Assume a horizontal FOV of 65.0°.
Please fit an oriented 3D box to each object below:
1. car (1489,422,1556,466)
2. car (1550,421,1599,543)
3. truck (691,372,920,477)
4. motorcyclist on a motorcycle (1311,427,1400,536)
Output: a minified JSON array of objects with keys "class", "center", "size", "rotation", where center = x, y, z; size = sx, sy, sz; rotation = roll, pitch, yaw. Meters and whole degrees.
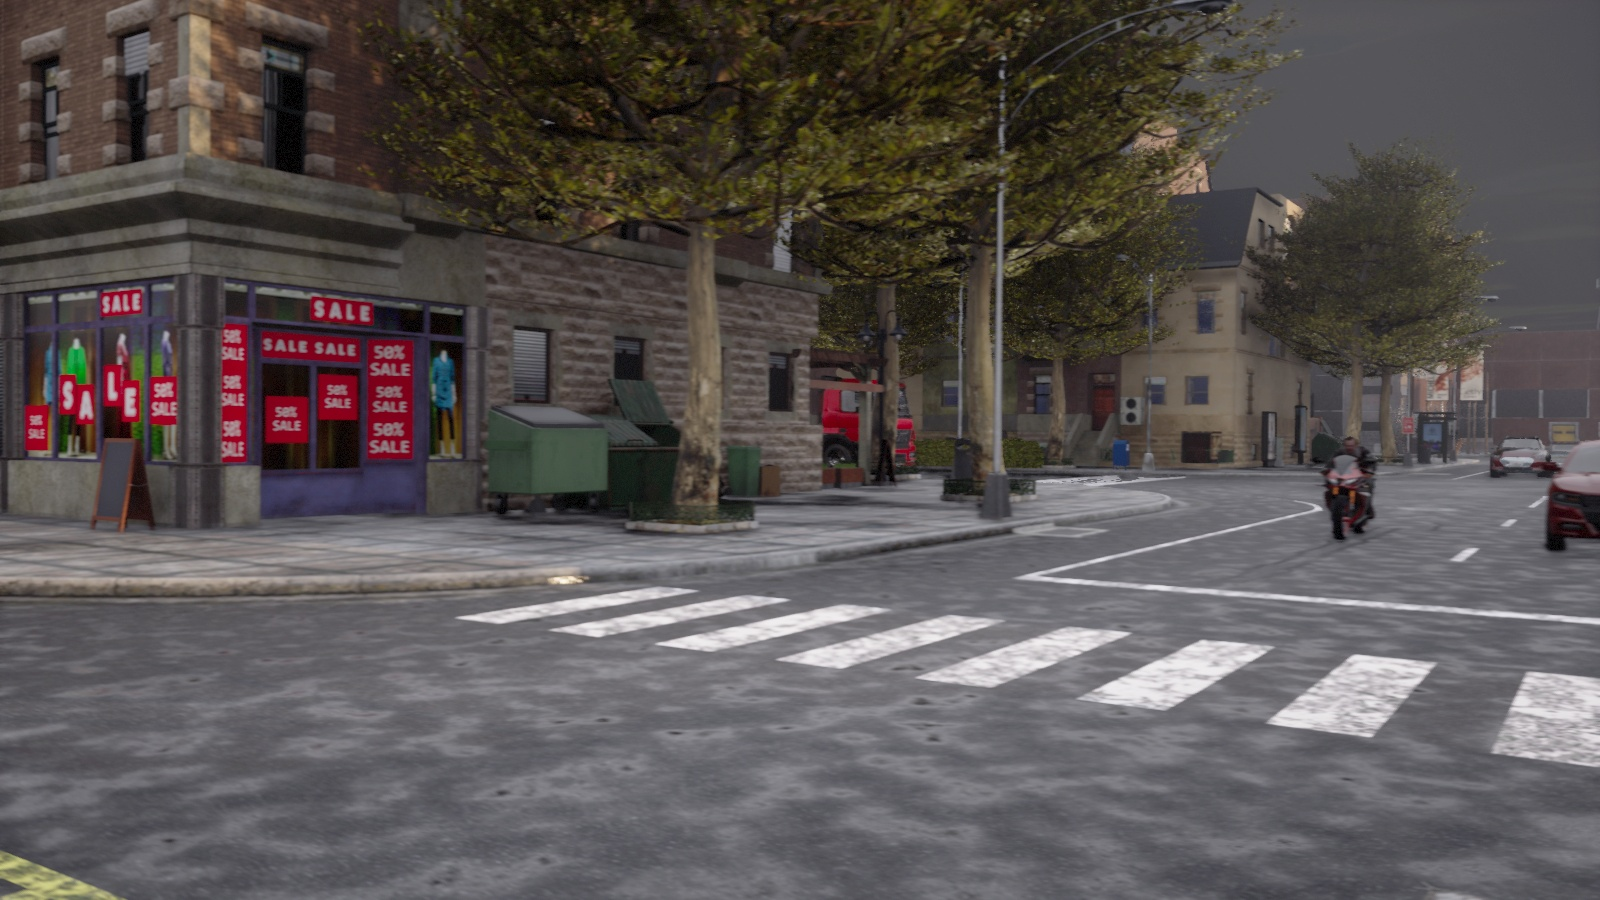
[{"class":"car","center":[28.734,-0.280,49.896],"size":[2.033,1.649,4.856],"rotation":[0,1,33]},{"class":"car","center":[11.804,0.360,17.723],"size":[1.882,1.535,5.008],"rotation":[0,1,33]},{"class":"truck","center":[0.109,-0.867,45.059],"size":[7.936,3.462,2.891],"rotation":[0,1,34]},{"class":"motorcyclist on a motorcycle","center":[8.375,0.433,18.872],"size":[0.866,1.530,2.191],"rotation":[0,1,33]}]
